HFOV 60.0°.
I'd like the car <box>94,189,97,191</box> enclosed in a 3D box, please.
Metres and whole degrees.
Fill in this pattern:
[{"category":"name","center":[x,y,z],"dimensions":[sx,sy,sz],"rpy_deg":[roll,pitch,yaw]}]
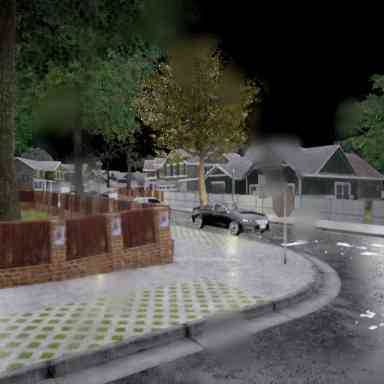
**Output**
[{"category":"car","center":[-18.885,0.055,61.839],"dimensions":[2.128,1.511,4.902],"rpy_deg":[0,2,-1]}]

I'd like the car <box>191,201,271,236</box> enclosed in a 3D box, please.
[{"category":"car","center":[1.856,1.247,17.084],"dimensions":[2.128,1.511,4.902],"rpy_deg":[0,1,-34]}]

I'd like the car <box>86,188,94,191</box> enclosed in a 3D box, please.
[{"category":"car","center":[-16.884,0.386,51.751],"dimensions":[1.837,1.490,4.892],"rpy_deg":[0,2,-25]}]

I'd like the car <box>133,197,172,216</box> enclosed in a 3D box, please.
[{"category":"car","center":[-3.283,1.107,24.821],"dimensions":[1.812,1.442,4.674],"rpy_deg":[0,1,-34]}]

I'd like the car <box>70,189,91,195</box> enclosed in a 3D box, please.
[{"category":"car","center":[-14.355,0.705,41.515],"dimensions":[1.994,1.385,4.181],"rpy_deg":[0,1,-33]}]

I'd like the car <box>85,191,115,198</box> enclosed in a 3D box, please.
[{"category":"car","center":[-8.806,0.904,33.121],"dimensions":[1.812,1.442,4.674],"rpy_deg":[0,1,-33]}]
